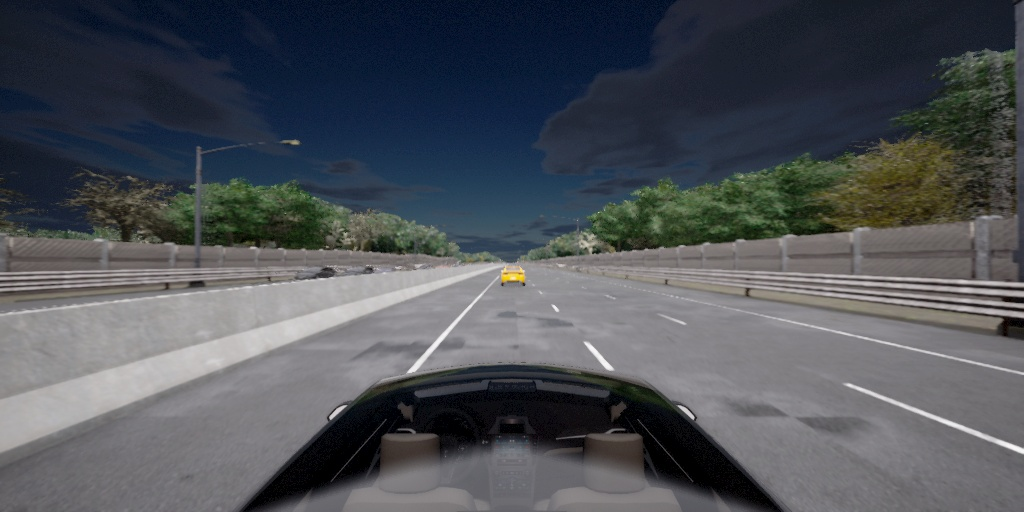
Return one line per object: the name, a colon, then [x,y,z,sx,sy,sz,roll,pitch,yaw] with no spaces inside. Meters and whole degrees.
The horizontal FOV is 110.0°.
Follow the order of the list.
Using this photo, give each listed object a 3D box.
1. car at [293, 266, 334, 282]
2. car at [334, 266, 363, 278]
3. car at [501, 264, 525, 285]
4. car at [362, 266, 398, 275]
car: [-17.581,1.675,32.394,1.837,1.490,4.892,0,-1,0]
car: [-14.083,1.689,33.174,1.837,1.490,4.892,0,-2,0]
car: [0.088,1.611,30.426,1.882,1.535,5.008,0,-1,0]
car: [-10.588,1.695,30.269,1.994,1.385,4.181,0,-1,0]
